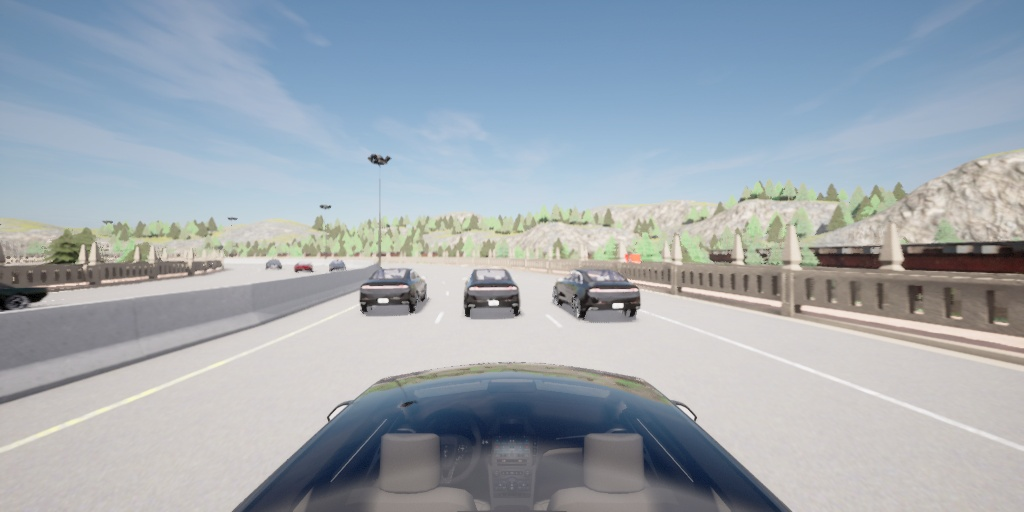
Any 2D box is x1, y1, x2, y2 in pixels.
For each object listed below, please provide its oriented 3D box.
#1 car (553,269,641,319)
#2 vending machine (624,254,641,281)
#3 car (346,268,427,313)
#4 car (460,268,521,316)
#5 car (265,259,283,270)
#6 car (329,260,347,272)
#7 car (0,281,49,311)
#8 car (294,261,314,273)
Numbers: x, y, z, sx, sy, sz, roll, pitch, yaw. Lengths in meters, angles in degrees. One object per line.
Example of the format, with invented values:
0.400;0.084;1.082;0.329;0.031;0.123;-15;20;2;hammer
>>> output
2.761;1.192;12.609;2.128;1.511;4.902;0;0;-6;car
8.604;0.828;25.831;1.100;2.100;0.880;0;0;-13;vending machine
-4.444;1.211;13.903;2.128;1.511;4.902;0;0;-7;car
-0.844;1.201;13.253;2.128;1.511;4.902;0;0;-7;car
-32.947;1.203;49.687;1.812;1.442;4.674;0;0;-34;car
-21.344;1.209;43.993;2.033;1.411;5.357;0;0;-27;car
-18.339;1.374;11.329;1.895;1.301;4.718;0;0;-8;car
-24.150;1.280;41.743;1.895;1.301;4.718;0;0;-27;car
